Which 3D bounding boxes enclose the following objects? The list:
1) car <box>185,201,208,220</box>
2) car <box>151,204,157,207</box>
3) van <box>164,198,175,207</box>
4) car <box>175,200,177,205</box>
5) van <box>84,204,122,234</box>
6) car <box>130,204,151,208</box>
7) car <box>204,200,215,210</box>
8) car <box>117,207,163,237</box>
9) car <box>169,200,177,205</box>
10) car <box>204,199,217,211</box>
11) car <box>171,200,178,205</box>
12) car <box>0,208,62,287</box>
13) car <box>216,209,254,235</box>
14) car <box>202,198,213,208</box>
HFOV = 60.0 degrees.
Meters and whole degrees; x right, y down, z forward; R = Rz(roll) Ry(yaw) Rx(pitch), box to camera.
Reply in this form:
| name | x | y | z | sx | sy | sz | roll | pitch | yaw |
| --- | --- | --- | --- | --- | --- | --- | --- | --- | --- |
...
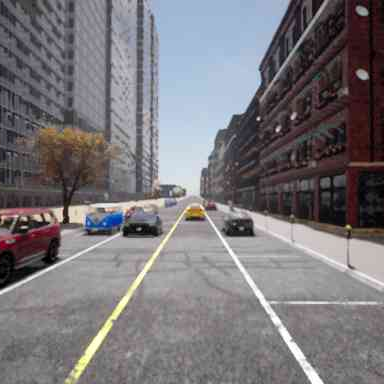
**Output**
| name | x | y | z | sx | sy | sz | roll | pitch | yaw |
| --- | --- | --- | --- | --- | --- | --- | --- | --- | --- |
| car | 0.333 | 1.974 | 33.630 | 1.882 | 1.535 | 5.008 | 0 | -1 | 1 |
| car | -5.400 | 2.068 | 37.975 | 1.752 | 1.417 | 4.829 | 1 | -1 | 0 |
| van | -5.132 | 2.349 | 72.022 | 1.690 | 1.788 | 3.998 | 1 | -1 | 0 |
| car | -5.090 | 2.627 | 77.665 | 1.887 | 1.381 | 4.507 | 1 | -1 | 0 |
| van | -5.529 | 1.644 | 21.211 | 1.690 | 1.788 | 3.998 | 1 | -1 | 0 |
| car | -5.443 | 2.047 | 32.499 | 1.802 | 1.307 | 4.206 | 1 | -1 | 0 |
| car | 3.159 | 2.318 | 60.686 | 1.967 | 1.590 | 4.097 | 1 | -1 | 0 |
| car | -2.864 | 1.857 | 20.030 | 1.994 | 1.385 | 4.181 | 0 | -1 | 1 |
| car | -5.003 | 2.810 | 88.955 | 1.802 | 1.307 | 4.206 | 1 | -1 | 0 |
| car | 3.115 | 2.241 | 55.041 | 1.967 | 1.590 | 4.097 | 1 | -1 | 0 |
| car | -4.959 | 2.866 | 94.602 | 1.947 | 1.339 | 4.313 | 1 | -1 | 0 |
| car | -5.617 | 1.451 | 9.920 | 2.192 | 1.841 | 5.009 | 1 | -1 | 0 |
| car | 2.849 | 1.875 | 21.162 | 2.008 | 1.369 | 4.403 | 1 | -1 | 0 |
| car | 3.249 | 2.345 | 71.978 | 2.192 | 1.841 | 5.009 | 1 | -1 | 0 |
